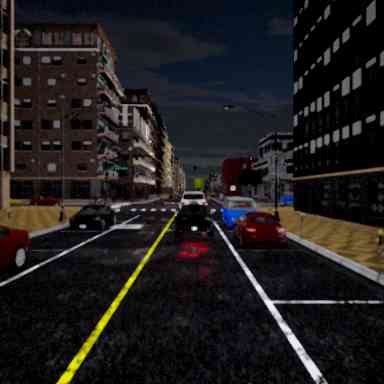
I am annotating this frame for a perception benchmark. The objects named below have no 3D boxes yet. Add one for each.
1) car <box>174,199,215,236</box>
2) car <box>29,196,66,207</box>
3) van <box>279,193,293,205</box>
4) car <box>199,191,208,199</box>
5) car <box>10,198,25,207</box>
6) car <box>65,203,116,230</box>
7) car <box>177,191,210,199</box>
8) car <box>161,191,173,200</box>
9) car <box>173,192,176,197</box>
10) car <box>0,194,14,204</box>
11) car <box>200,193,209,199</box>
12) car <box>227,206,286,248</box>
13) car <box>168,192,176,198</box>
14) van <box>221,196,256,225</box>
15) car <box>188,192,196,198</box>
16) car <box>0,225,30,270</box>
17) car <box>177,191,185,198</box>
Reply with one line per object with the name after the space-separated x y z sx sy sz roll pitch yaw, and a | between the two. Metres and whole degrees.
0.115 1.355 17.242 1.837 1.490 4.892 0 1 0 | car
-17.426 1.180 40.278 4.206 1.307 1.802 0 0 0 | car
14.948 1.000 48.705 3.998 1.788 1.690 0 0 0 | van
2.774 0.667 80.849 2.192 1.841 5.009 0 0 0 | car
-22.918 1.113 40.270 4.829 1.417 1.752 0 0 0 | car
-5.667 1.395 19.482 1.947 1.339 4.313 0 0 0 | car
0.117 0.983 27.635 2.150 2.045 5.566 0 0 0 | car
-5.619 0.959 69.609 1.752 1.417 4.829 0 0 0 | car
-5.607 0.667 80.856 2.192 1.841 5.009 0 0 0 | car
-28.935 1.071 48.641 4.829 1.417 1.752 0 0 0 | car
2.767 0.974 75.311 1.802 1.307 4.206 0 0 0 | car
2.674 1.461 13.759 1.802 1.307 4.206 0 0 0 | car
-5.597 0.826 91.936 2.008 1.369 4.403 0 0 0 | car
2.681 1.172 19.446 1.690 1.788 3.998 0 0 0 | van
0.086 0.844 87.706 2.033 1.411 5.357 0 0 0 | car
-5.678 1.472 8.105 1.887 1.381 4.507 0 1 0 | car
-2.911 0.635 91.088 2.097 1.767 4.553 0 0 0 | car
